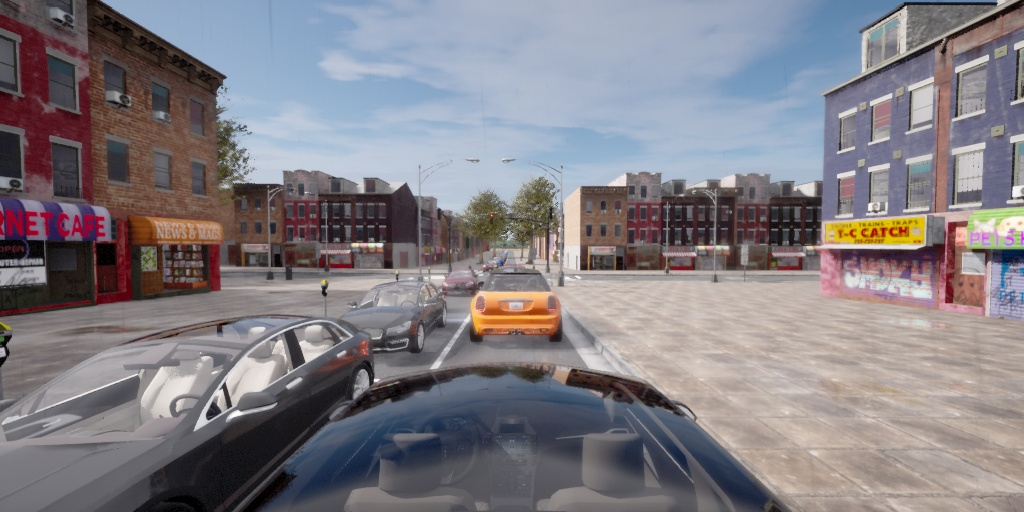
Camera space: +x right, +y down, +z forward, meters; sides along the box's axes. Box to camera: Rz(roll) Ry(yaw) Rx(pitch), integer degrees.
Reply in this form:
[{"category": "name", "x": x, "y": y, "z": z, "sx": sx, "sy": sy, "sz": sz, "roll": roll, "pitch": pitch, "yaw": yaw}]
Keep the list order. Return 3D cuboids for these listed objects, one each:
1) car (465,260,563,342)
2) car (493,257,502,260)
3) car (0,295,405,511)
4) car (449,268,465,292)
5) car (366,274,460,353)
[{"category": "car", "x": 0.085, "y": 1.101, "z": 9.905, "sx": 2.097, "sy": 1.767, "sz": 4.553, "roll": 0, "pitch": 0, "yaw": 0}, {"category": "car", "x": -2.722, "y": 1.246, "z": 46.265, "sx": 1.967, "sy": 1.591, "sz": 4.097, "roll": 0, "pitch": 0, "yaw": 0}, {"category": "car", "x": -2.643, "y": 1.300, "z": 3.147, "sx": 2.007, "sy": 1.370, "sz": 4.403, "roll": 0, "pitch": 0, "yaw": 0}, {"category": "car", "x": -2.673, "y": 1.337, "z": 19.490, "sx": 1.802, "sy": 1.307, "sz": 4.207, "roll": 0, "pitch": 0, "yaw": 0}, {"category": "car", "x": -2.653, "y": 1.299, "z": 8.596, "sx": 2.007, "sy": 1.370, "sz": 4.403, "roll": 0, "pitch": 0, "yaw": 0}]
